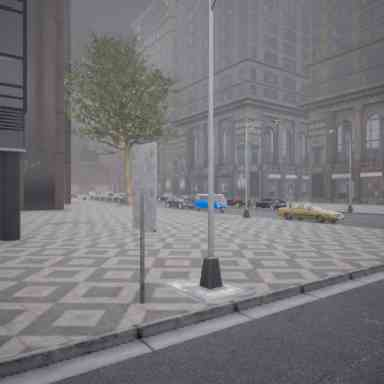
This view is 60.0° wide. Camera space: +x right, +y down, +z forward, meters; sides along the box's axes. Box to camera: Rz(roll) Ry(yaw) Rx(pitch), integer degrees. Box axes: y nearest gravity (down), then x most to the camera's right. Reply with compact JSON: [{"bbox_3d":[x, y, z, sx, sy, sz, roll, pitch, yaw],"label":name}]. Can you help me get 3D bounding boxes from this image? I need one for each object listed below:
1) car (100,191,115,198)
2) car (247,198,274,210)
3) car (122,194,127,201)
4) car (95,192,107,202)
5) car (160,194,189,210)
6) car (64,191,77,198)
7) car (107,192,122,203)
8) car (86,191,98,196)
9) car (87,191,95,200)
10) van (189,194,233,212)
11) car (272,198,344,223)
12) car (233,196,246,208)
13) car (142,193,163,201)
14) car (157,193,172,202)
[{"bbox_3d":[-20.196,0.588,79.463,1.887,1.381,4.507,1,0,-35],"label":"car"},{"bbox_3d":[8.796,1.315,38.048,1.947,1.339,4.313,1,0,-35],"label":"car"},{"bbox_3d":[-7.751,1.051,46.821,1.752,1.417,4.829,1,0,-35],"label":"car"},{"bbox_3d":[-14.291,0.911,56.164,2.008,1.369,4.403,1,0,-35],"label":"car"},{"bbox_3d":[-1.404,1.230,37.753,2.008,1.369,4.403,1,0,-35],"label":"car"},{"bbox_3d":[-27.175,0.484,74.570,1.967,1.590,4.097,1,0,-35],"label":"car"},{"bbox_3d":[-11.069,0.992,51.562,2.008,1.369,4.403,1,0,-35],"label":"car"},{"bbox_3d":[-26.639,0.472,88.666,1.802,1.307,4.206,1,0,-35],"label":"car"},{"bbox_3d":[-17.512,0.830,60.766,2.008,1.369,4.403,1,0,-35],"label":"car"},{"bbox_3d":[1.819,1.091,33.150,1.690,1.788,3.998,1,0,-35],"label":"van"},{"bbox_3d":[8.359,1.398,23.803,1.752,1.417,4.829,1,0,-35],"label":"car"},{"bbox_3d":[5.576,1.224,42.649,1.887,1.381,4.507,1,0,-35],"label":"car"},{"bbox_3d":[-7.311,0.910,61.058,2.008,1.369,4.403,1,0,-35],"label":"car"},{"bbox_3d":[-4.087,0.881,56.457,1.967,1.590,4.097,1,0,-35],"label":"car"}]
